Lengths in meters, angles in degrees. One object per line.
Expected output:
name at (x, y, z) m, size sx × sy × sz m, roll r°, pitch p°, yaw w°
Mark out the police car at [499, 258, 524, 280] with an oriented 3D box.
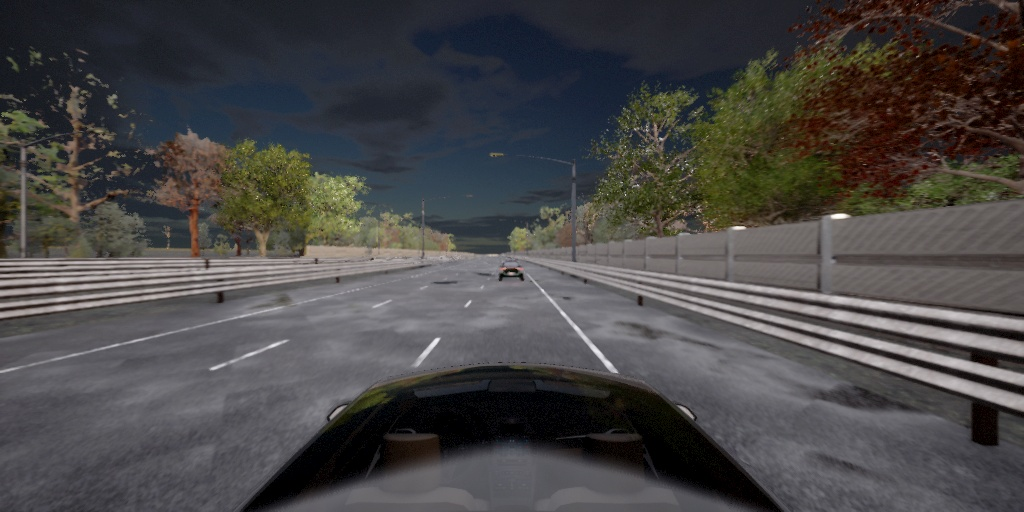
police car at (-0.057, 1.124, 29.243) m, size 2.038 × 1.542 × 4.974 m, roll 0°, pitch 0°, yaw 0°
